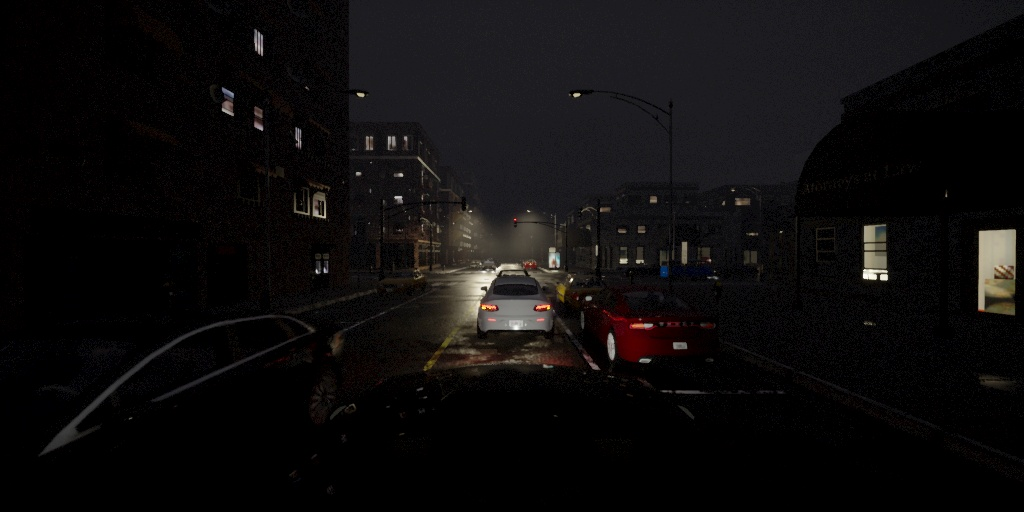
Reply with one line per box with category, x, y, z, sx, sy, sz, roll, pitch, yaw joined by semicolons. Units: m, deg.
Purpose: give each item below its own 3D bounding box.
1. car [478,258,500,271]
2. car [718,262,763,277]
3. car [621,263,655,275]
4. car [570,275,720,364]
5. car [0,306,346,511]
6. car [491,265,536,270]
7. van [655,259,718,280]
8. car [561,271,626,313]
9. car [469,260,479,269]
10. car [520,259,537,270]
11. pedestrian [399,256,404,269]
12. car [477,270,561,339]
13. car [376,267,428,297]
car;-3.193;1.320;50.827;2.033;1.411;5.357;0;0;0
car;22.343;1.368;35.982;4.181;1.385;1.994;0;0;0
car;13.424;1.382;35.902;4.718;1.301;1.895;0;0;-1
car;2.678;1.295;7.938;1.888;1.381;4.507;0;0;0
car;-3.103;1.241;2.805;2.128;1.511;4.902;0;0;0
car;0.077;1.353;19.063;1.895;1.301;4.718;0;0;0
van;14.601;1.164;30.125;3.998;1.789;1.690;0;0;-1
car;2.667;1.276;13.805;1.751;1.417;4.829;0;0;0
car;-5.798;1.331;57.472;2.007;1.370;4.403;0;0;0
car;2.594;1.213;51.803;1.967;1.591;4.097;0;0;0
pedestrian;-12.707;0.831;41.188;0.375;1.860;0.375;0;0;-1
car;0.084;1.276;9.952;1.812;1.442;4.674;0;0;0
car;-5.725;1.278;19.150;1.751;1.417;4.829;0;0;0
